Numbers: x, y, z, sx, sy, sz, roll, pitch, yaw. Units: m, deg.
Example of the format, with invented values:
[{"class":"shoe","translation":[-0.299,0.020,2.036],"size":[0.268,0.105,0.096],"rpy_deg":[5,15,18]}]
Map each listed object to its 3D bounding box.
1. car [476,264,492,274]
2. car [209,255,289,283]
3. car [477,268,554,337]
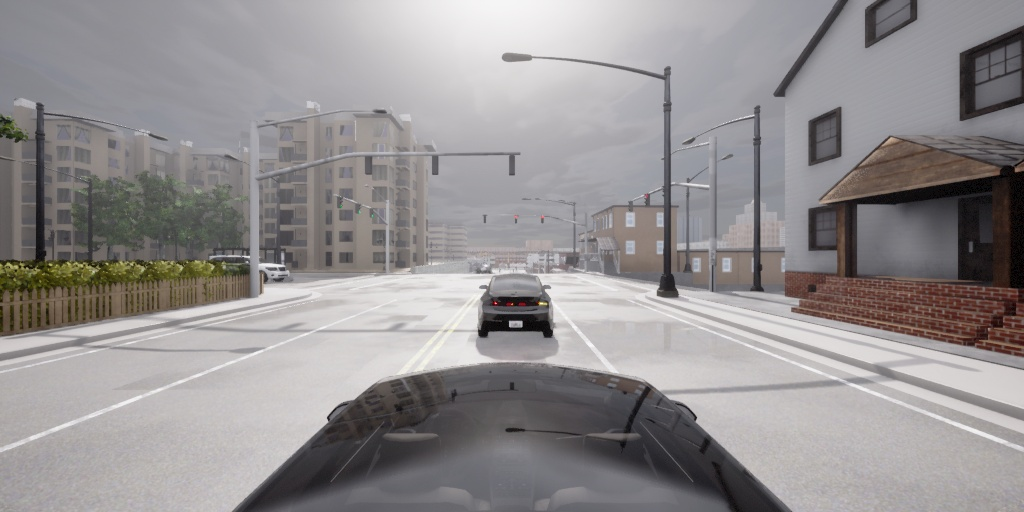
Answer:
[{"class":"car","translation":[-3.600,1.755,47.134],"size":[2.128,1.511,4.902],"rpy_deg":[0,-5,0]},{"class":"car","translation":[-19.946,0.971,27.017],"size":[5.566,2.045,2.150],"rpy_deg":[0,0,1]},{"class":"car","translation":[0.095,1.255,10.319],"size":[1.837,1.490,4.892],"rpy_deg":[0,0,0]}]
